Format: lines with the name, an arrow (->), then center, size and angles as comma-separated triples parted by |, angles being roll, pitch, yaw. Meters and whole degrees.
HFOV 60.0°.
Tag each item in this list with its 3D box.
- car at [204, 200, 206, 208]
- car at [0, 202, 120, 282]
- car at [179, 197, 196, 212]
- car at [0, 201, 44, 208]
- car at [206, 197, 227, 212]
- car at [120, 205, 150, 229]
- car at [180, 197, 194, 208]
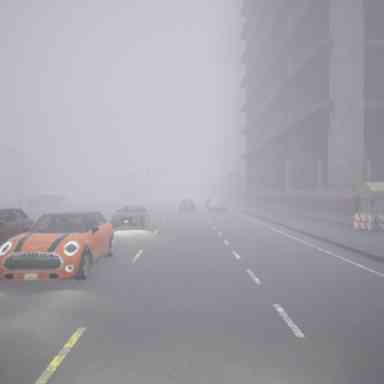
car -> 2.811, 1.508, 49.274 | 1.837, 1.490, 4.892 | 0, 0, -1
car -> -3.734, 1.352, 9.889 | 2.097, 1.767, 4.553 | 0, 0, -1
car -> -0.530, 1.567, 38.741 | 1.994, 1.385, 4.181 | 0, 0, -1
car -> -7.259, 1.357, 11.473 | 2.097, 1.767, 4.553 | 0, 0, -1
car -> 2.987, 1.528, 39.427 | 1.812, 1.442, 4.674 | 0, 0, 0
car -> -3.878, 1.566, 21.562 | 1.994, 1.385, 4.181 | 0, 0, 0
car -> -0.738, 1.481, 48.562 | 1.882, 1.535, 5.008 | 0, 0, 0
